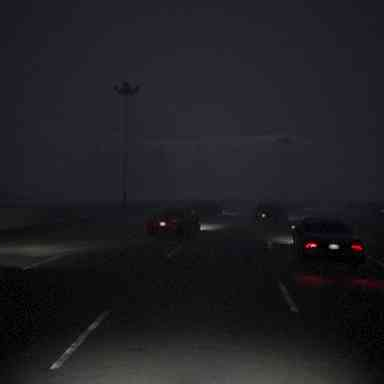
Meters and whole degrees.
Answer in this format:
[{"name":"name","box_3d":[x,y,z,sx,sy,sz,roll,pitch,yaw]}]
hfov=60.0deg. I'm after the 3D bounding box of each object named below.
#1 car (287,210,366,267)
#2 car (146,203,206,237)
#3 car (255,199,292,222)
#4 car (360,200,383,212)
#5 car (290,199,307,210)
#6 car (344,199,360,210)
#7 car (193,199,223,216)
[{"name":"car","box_3d":[4.656,1.615,11.893,2.033,1.411,5.357,1,0,14]},{"name":"car","box_3d":[-0.884,1.528,18.062,1.994,1.385,4.181,1,0,16]},{"name":"car","box_3d":[6.682,1.590,27.823,1.837,1.490,4.892,-1,-1,29]},{"name":"car","box_3d":[25.289,1.894,45.225,4.892,1.490,1.837,1,-2,-39]},{"name":"car","box_3d":[13.214,1.673,43.194,2.128,1.511,4.902,1,0,42]},{"name":"car","box_3d":[24.112,1.870,48.707,4.892,1.490,1.837,1,-1,-38]},{"name":"car","box_3d":[1.352,1.465,32.051,1.882,1.535,5.008,0,0,28]}]
